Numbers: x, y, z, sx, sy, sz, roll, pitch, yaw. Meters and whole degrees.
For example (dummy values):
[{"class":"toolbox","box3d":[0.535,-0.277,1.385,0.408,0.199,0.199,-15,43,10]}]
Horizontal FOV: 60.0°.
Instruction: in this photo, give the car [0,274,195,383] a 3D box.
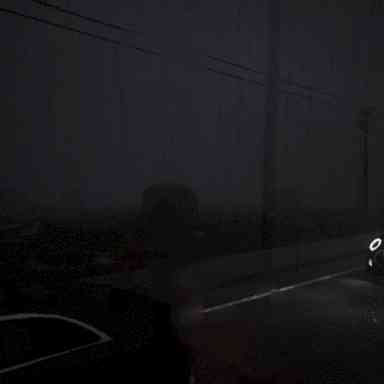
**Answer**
[{"class":"car","box3d":[-2.253,1.494,2.325,4.902,1.511,2.128,0,0,-37]}]

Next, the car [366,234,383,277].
[{"class":"car","box3d":[6.661,1.336,8.991,4.553,1.767,2.097,0,0,-37]}]
